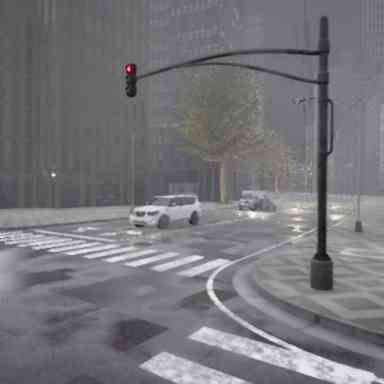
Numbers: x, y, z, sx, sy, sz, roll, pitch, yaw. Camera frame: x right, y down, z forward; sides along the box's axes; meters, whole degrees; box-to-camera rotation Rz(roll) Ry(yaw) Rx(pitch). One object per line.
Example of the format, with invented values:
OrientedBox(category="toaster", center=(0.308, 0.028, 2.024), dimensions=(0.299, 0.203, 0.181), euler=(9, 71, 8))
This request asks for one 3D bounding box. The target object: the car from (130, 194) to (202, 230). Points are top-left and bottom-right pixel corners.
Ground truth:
OrientedBox(category="car", center=(-1.523, 1.213, 21.616), dimensions=(2.150, 2.045, 5.566), euler=(1, 1, 34))

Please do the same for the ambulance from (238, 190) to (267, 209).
OrientedBox(category="ambulance", center=(7.983, 0.993, 43.724), dimensions=(2.351, 2.431, 6.366), euler=(1, 0, 29))

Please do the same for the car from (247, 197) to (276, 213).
OrientedBox(category="car", center=(8.131, 1.559, 37.621), dimensions=(1.994, 1.385, 4.181), euler=(1, 0, 30))
